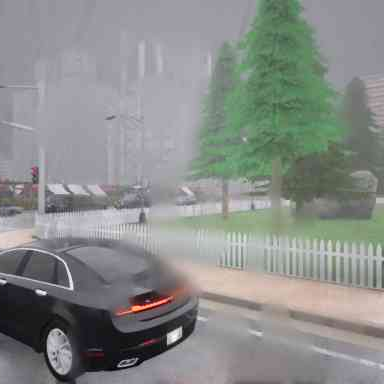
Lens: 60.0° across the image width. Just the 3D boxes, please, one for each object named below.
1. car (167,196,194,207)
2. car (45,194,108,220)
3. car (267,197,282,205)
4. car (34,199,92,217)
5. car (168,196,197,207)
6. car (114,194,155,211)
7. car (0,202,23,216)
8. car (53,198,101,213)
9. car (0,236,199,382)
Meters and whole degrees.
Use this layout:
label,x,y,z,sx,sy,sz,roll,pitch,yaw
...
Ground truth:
label,x,y,z,sx,sy,sz,roll,pitch,yaw
car,-1.877,1.505,53.907,1.837,1.490,4.892,0,0,34
car,-9.939,1.221,28.930,2.150,2.045,5.566,0,0,33
car,14.945,1.564,59.830,1.994,1.385,4.181,0,0,34
car,-12.325,1.491,32.136,2.128,1.511,4.902,0,0,34
car,-1.146,1.352,48.744,2.097,1.767,4.553,0,0,34
car,-6.851,1.221,40.283,2.150,2.045,5.566,0,0,34
car,-18.020,1.601,30.051,1.895,1.301,4.718,0,0,36
car,-12.883,1.478,37.583,1.882,1.535,5.008,0,0,34
car,-2.178,1.505,5.481,4.892,1.490,1.837,0,0,36
